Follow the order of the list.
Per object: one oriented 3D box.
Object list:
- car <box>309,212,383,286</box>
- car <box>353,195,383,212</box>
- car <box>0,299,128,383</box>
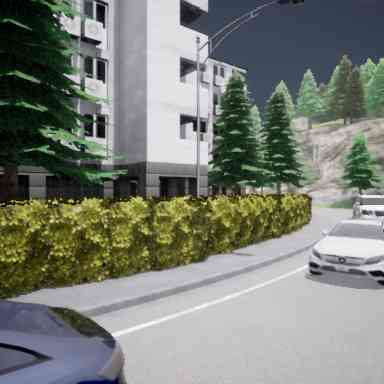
[{"bbox_3d":[4.940,1.526,9.675,1.812,1.442,4.674,0,0,38],"label":"car"},{"bbox_3d":[11.927,1.222,21.720,2.150,2.045,5.566,0,0,20],"label":"car"},{"bbox_3d":[-2.517,1.564,2.214,4.181,1.385,1.994,0,0,-41],"label":"car"}]
